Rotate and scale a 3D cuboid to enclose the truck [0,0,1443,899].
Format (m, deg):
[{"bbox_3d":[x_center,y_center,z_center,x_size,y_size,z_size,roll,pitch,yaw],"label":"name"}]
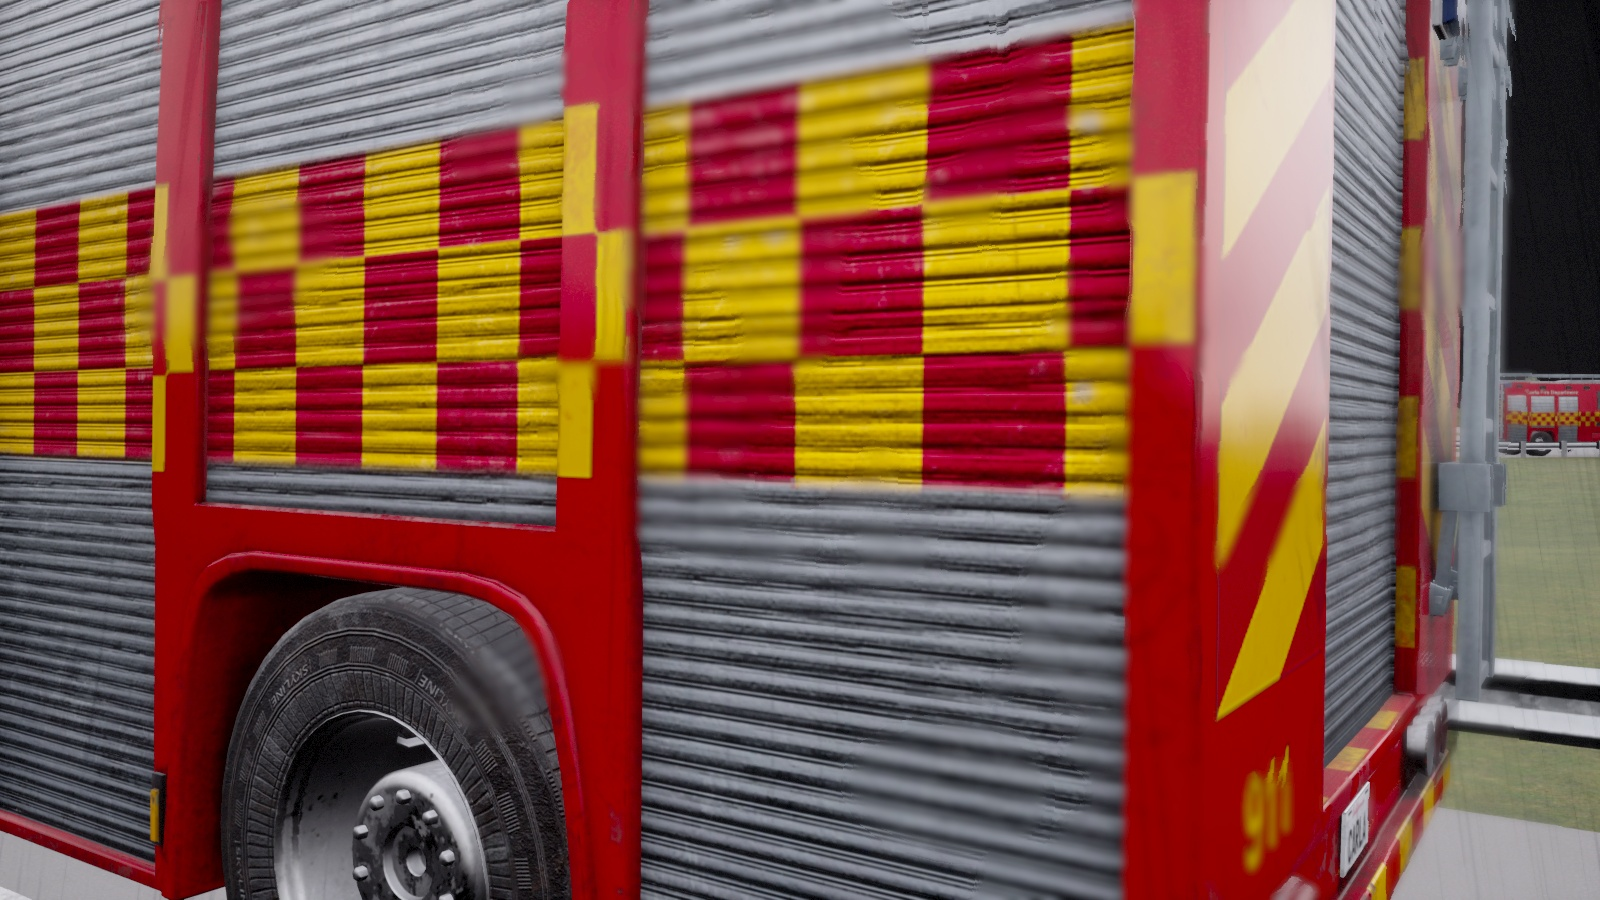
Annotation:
[{"bbox_3d":[-2.277,-0.483,5.145,8.468,3.827,2.891,0,1,34],"label":"truck"}]

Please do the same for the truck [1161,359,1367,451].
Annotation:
[{"bbox_3d":[20.950,-1.979,56.867,8.468,3.827,2.891,-1,1,23],"label":"truck"}]

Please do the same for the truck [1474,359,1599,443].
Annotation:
[{"bbox_3d":[36.732,-2.319,59.125,8.468,3.827,2.891,-1,1,-2],"label":"truck"}]
